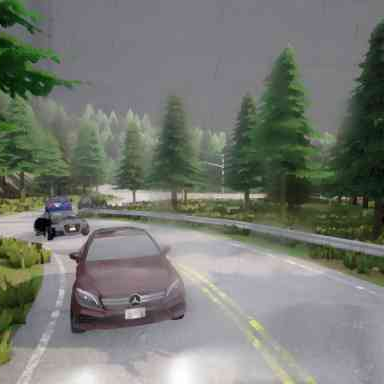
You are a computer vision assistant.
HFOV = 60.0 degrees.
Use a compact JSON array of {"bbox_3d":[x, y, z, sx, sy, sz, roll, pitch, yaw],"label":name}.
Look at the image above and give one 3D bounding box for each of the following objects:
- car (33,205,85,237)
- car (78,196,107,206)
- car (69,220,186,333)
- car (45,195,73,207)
[{"bbox_3d":[-7.072,1.663,17.828,1.994,1.385,4.181,-4,2,-38],"label":"car"},{"bbox_3d":[-12.725,1.289,42.821,2.097,1.767,4.553,2,2,13],"label":"car"},{"bbox_3d":[-1.522,1.523,7.086,1.812,1.442,4.674,-2,0,-17],"label":"car"},{"bbox_3d":[-12.867,1.326,32.230,2.150,2.045,5.566,-1,0,-18],"label":"car"}]
